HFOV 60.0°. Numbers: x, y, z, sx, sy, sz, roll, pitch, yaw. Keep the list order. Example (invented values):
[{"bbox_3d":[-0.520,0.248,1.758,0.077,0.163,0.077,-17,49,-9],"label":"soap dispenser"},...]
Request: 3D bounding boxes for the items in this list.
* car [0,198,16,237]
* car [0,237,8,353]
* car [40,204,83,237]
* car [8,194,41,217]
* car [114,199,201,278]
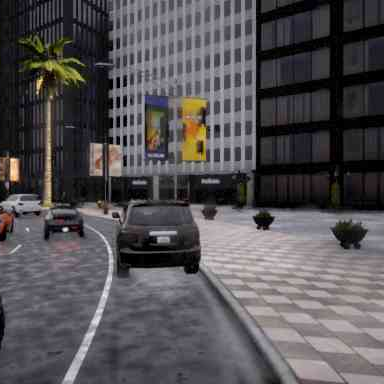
[{"bbox_3d":[-10.285,1.341,16.683,2.097,1.767,4.553,0,0,-25],"label":"car"},{"bbox_3d":[-3.232,1.475,2.350,1.882,1.535,5.008,0,0,-4],"label":"car"},{"bbox_3d":[-7.062,1.501,18.055,1.837,1.490,4.892,0,1,-25],"label":"car"},{"bbox_3d":[-16.090,1.209,31.208,5.566,2.045,2.150,0,0,45],"label":"car"},{"bbox_3d":[-1.276,1.218,10.465,2.150,2.045,5.566,0,0,-13],"label":"car"}]
